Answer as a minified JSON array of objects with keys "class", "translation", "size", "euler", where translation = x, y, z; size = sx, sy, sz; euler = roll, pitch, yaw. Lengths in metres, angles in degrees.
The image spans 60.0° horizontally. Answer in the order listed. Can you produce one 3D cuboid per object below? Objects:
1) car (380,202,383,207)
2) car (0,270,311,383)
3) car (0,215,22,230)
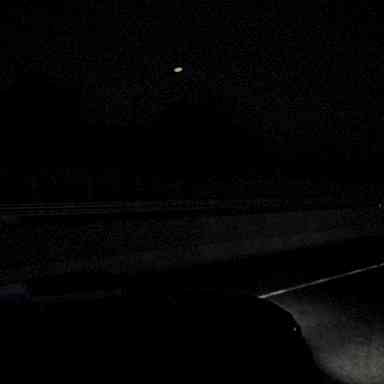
[{"class":"car","translation":[23.213,1.401,37.740],"size":[5.008,1.535,1.882],"euler":[0,0,-35]},{"class":"car","translation":[-0.868,1.523,3.128],"size":[4.674,1.442,1.812],"euler":[0,0,-35]},{"class":"car","translation":[-11.588,1.600,17.225],"size":[4.718,1.301,1.895],"euler":[0,0,-36]}]
